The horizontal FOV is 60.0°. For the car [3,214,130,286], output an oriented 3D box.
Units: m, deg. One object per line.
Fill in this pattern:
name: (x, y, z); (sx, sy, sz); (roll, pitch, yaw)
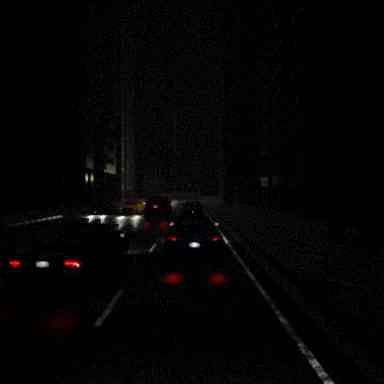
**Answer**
car: (-3.165, 1.598, 9.571); (2.033, 1.411, 5.357); (0, 0, 0)

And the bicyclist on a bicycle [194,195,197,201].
bicyclist on a bicycle: (0.874, 1.716, 73.948); (0.582, 1.620, 1.656); (0, 0, 0)

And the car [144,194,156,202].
car: (-9.769, 1.391, 77.717); (2.097, 1.767, 4.553); (0, 0, 0)

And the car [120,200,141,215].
car: (-6.603, 1.640, 36.460); (1.882, 1.535, 5.008); (0, 0, 0)

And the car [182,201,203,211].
car: (0.090, 1.644, 33.129); (2.128, 1.511, 4.902); (0, 0, 0)

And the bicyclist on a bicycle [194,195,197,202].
bicyclist on a bicycle: (0.872, 1.642, 82.943); (0.659, 1.776, 1.843); (0, 0, 0)

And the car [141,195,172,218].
car: (-3.158, 1.369, 31.520); (2.150, 2.045, 5.566); (0, 0, 0)

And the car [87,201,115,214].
car: (-9.856, 1.710, 36.544); (2.033, 1.411, 5.357); (0, 0, 0)

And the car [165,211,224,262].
car: (0.086, 1.629, 12.400); (1.994, 1.385, 4.181); (0, 0, 0)

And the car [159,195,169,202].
car: (-6.519, 1.525, 78.103); (2.128, 1.511, 4.902); (0, 0, 0)
